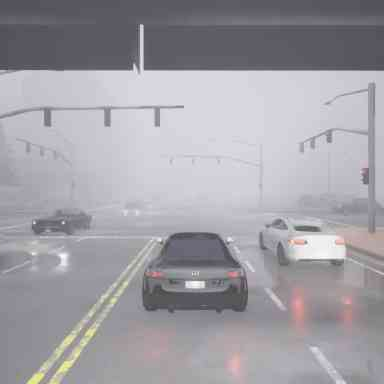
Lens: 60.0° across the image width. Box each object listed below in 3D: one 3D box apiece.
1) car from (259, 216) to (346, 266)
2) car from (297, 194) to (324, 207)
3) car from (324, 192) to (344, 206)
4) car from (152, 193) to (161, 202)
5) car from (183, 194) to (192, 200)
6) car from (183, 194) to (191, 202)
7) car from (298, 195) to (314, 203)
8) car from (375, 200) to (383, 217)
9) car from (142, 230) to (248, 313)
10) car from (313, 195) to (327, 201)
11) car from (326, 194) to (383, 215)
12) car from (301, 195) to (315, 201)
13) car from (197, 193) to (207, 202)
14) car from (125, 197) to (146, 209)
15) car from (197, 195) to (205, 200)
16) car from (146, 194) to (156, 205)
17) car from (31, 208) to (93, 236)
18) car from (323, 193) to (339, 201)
[{"bbox_3d":[3.581,1.529,11.400,1.812,1.442,4.674,0,0,0],"label":"car"},{"bbox_3d":[16.642,1.168,47.423,1.932,1.855,4.605,0,0,0],"label":"car"},{"bbox_3d":[19.536,1.171,47.377,1.905,1.878,3.866,0,0,0],"label":"car"},{"bbox_3d":[-8.085,1.248,74.490,2.150,2.045,5.566,0,0,0],"label":"car"},{"bbox_3d":[-1.162,1.378,86.071,2.128,1.511,4.902,0,0,0],"label":"car"},{"bbox_3d":[-1.102,1.617,77.000,1.895,1.301,4.718,0,0,0],"label":"car"},{"bbox_3d":[22.189,1.416,64.852,1.970,1.475,3.806,0,0,0],"label":"car"},{"bbox_3d":[19.148,1.610,29.663,4.718,1.301,1.895,0,0,1],"label":"car"},{"bbox_3d":[0.067,1.566,7.740,1.994,1.385,4.181,0,0,0],"label":"car"},{"bbox_3d":[30.806,1.389,79.980,1.784,1.438,3.905,0,0,0],"label":"car"},{"bbox_3d":[16.352,1.362,33.194,4.553,1.767,2.097,0,0,1],"label":"car"},{"bbox_3d":[27.911,1.421,79.972,1.970,1.475,3.806,0,0,0],"label":"car"},{"bbox_3d":[2.398,1.248,77.026,2.150,2.045,5.566,0,0,0],"label":"car"},{"bbox_3d":[-7.997,1.492,46.171,1.882,1.535,5.008,0,0,0],"label":"car"},{"bbox_3d":[2.338,1.405,86.094,1.994,1.385,4.181,0,0,0],"label":"car"},{"bbox_3d":[-8.062,1.545,59.554,1.812,1.442,4.674,0,1,0],"label":"car"},{"bbox_3d":[-7.154,1.607,18.705,1.895,1.301,4.718,0,0,-1],"label":"car"},{"bbox_3d":[33.489,1.178,80.038,1.932,1.855,4.605,0,0,0],"label":"car"}]
